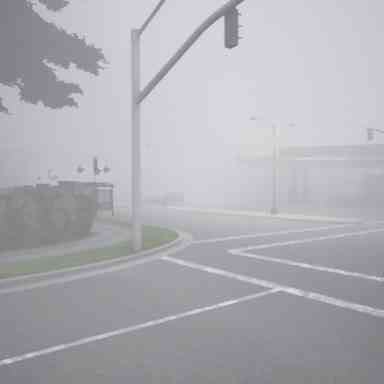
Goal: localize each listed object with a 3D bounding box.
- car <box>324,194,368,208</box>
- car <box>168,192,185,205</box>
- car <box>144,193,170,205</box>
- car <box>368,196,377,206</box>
[{"bbox_3d":[18.814,1.086,41.623,2.242,1.667,4.611,0,0,-35],"label":"car"},{"bbox_3d":[-3.321,1.063,56.274,2.150,2.045,5.566,0,0,-35],"label":"car"},{"bbox_3d":[-6.168,1.337,54.241,1.882,1.535,5.008,0,0,-35],"label":"car"},{"bbox_3d":[23.081,1.216,45.546,1.970,1.475,3.806,0,0,-35],"label":"car"}]
